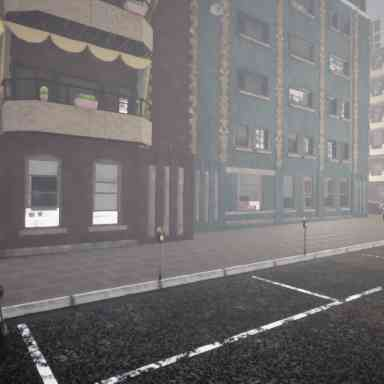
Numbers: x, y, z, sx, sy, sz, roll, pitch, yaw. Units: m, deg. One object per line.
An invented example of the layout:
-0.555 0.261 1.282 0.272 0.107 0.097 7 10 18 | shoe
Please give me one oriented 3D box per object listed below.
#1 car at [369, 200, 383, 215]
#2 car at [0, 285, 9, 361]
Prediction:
16.168 1.241 32.669 2.192 1.841 5.009 1 0 -36 | car
-4.161 1.565 3.120 4.313 1.339 1.947 0 1 -35 | car
